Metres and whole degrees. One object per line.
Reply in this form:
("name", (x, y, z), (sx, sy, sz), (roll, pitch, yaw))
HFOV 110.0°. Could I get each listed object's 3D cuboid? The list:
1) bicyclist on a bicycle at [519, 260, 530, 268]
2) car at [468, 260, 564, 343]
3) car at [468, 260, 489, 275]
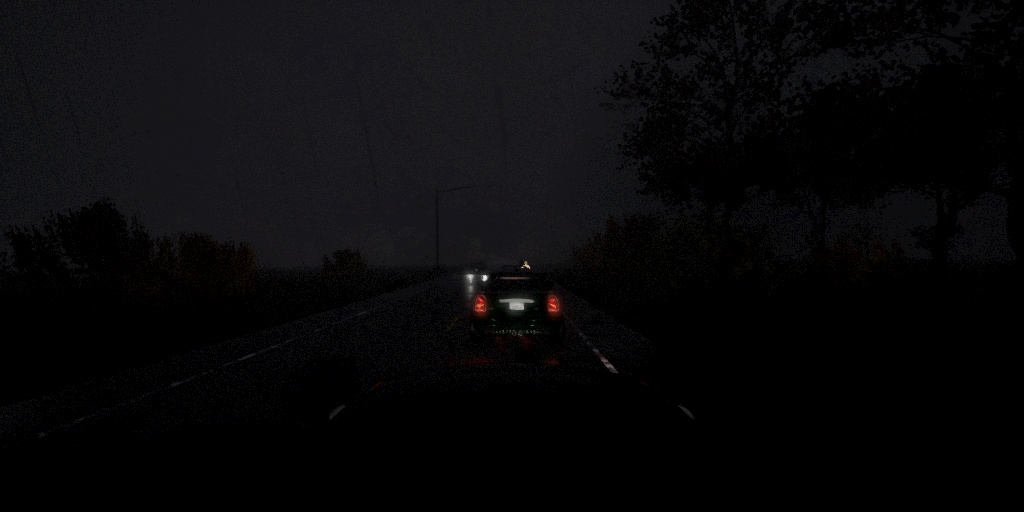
("bicyclist on a bicycle", (0.977, 1.177, 25.610), (0.866, 1.612, 1.509), (0, 0, 1))
("car", (0.114, 1.099, 9.787), (2.097, 1.767, 4.553), (0, 0, 0))
("car", (-3.630, 1.241, 39.473), (1.837, 1.490, 4.892), (0, 0, 0))
